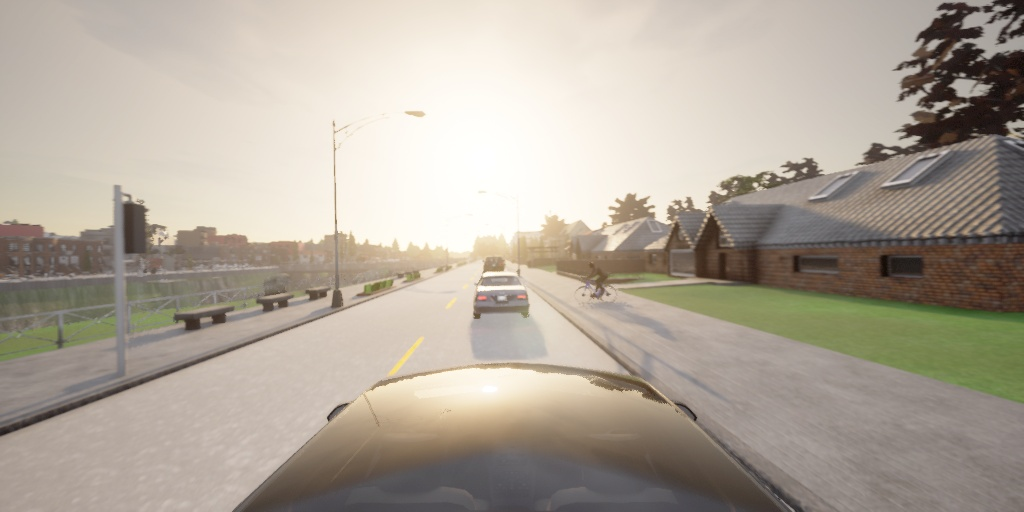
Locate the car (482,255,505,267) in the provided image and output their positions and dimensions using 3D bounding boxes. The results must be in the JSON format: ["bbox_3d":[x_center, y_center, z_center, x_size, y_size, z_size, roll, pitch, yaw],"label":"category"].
[{"bbox_3d":[-1.889,0.967,37.384,2.150,2.045,5.566,-1,0,-3],"label":"car"}]

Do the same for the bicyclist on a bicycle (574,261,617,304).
[{"bbox_3d":[3.179,1.016,13.645,1.656,1.620,0.582,-1,0,-3],"label":"bicyclist on a bicycle"}]

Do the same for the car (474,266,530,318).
[{"bbox_3d":[-0.429,1.291,13.100,2.033,1.411,5.357,-1,0,-3],"label":"car"}]
